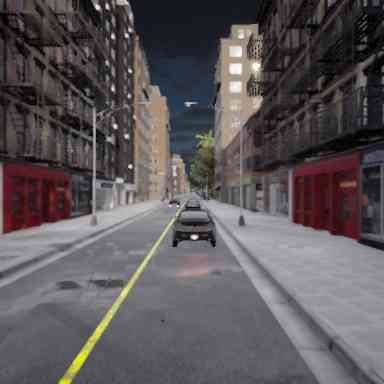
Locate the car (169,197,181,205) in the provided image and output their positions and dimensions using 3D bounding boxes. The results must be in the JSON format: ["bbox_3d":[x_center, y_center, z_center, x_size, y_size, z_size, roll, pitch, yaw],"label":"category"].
[{"bbox_3d":[-3.008,1.564,59.220,2.033,1.411,5.357,0,0,0],"label":"car"}]

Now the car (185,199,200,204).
[{"bbox_3d":[0.095,1.577,42.230,1.994,1.385,4.181,0,0,0],"label":"car"}]

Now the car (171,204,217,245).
[{"bbox_3d":[0.098,1.510,15.441,1.837,1.490,4.892,0,0,0],"label":"car"}]
